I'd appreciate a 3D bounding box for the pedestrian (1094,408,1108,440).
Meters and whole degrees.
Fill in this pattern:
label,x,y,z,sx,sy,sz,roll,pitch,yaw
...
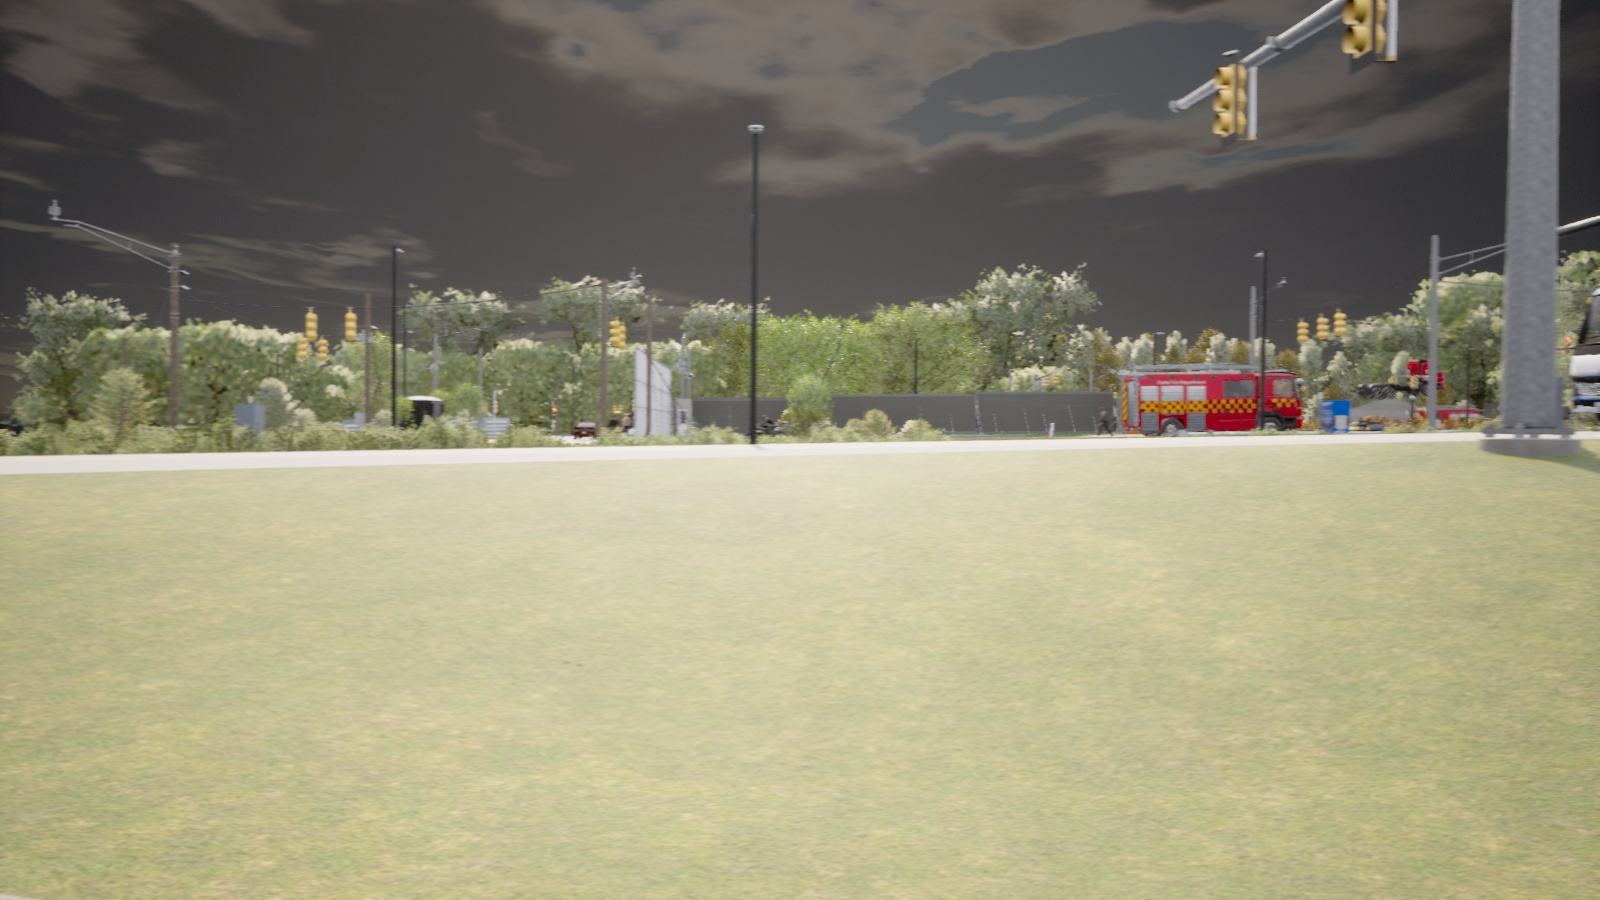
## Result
label,x,y,z,sx,sy,sz,roll,pitch,yaw
pedestrian,17.572,-1.525,73.300,0.694,1.848,0.540,1,1,2

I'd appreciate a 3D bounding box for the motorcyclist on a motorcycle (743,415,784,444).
label,x,y,z,sx,sy,sz,roll,pitch,yaw
motorcyclist on a motorcycle,-1.940,-1.093,66.624,2.191,1.530,0.866,0,1,-2

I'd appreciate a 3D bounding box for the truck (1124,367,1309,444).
label,x,y,z,sx,sy,sz,roll,pitch,yaw
truck,21.098,-2.222,63.896,8.468,3.827,2.891,0,1,-3

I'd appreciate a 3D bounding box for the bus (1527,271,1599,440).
label,x,y,z,sx,sy,sz,roll,pitch,yaw
bus,25.296,-2.473,32.909,10.273,4.253,3.944,-1,1,-2
